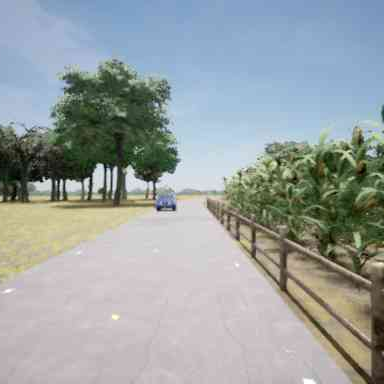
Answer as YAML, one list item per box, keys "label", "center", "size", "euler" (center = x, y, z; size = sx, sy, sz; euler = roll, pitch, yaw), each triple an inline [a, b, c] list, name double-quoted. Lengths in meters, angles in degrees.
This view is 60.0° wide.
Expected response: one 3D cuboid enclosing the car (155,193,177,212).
- label: "car"
  center: [-2.862, 1.135, 37.990]
  size: [2.150, 2.045, 5.566]
  euler: [0, 0, 0]
